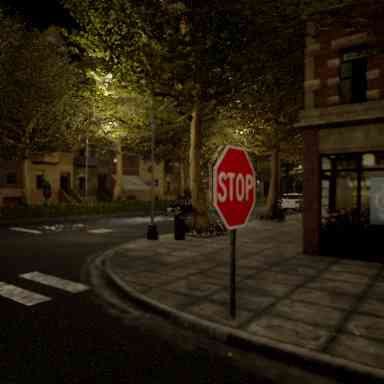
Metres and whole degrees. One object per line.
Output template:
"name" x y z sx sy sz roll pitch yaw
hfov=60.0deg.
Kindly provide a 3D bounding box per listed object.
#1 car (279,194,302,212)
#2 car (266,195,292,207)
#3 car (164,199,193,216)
"car" 11.609 1.192 36.610 2.435 2.045 5.566 0 0 36
"car" 13.069 1.295 49.740 2.097 1.767 4.553 0 0 37
"car" -0.593 1.433 31.254 2.128 1.511 4.902 0 0 36
